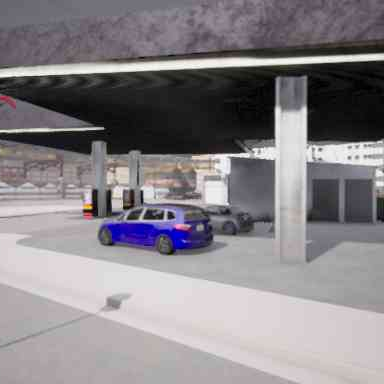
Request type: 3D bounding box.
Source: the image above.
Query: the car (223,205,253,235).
[{"bbox_3d":[1.226,1.412,17.680,3.806,1.475,1.970,0,0,36],"label":"car"}]

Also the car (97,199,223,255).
[{"bbox_3d":[-1.489,1.255,12.560,4.611,1.667,2.242,0,0,36],"label":"car"}]

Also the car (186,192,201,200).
[{"bbox_3d":[-0.591,1.000,80.106,5.566,2.045,2.150,0,0,-9],"label":"car"}]

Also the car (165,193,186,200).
[{"bbox_3d":[-4.109,1.326,75.926,4.181,1.385,1.994,0,0,-13],"label":"car"}]
